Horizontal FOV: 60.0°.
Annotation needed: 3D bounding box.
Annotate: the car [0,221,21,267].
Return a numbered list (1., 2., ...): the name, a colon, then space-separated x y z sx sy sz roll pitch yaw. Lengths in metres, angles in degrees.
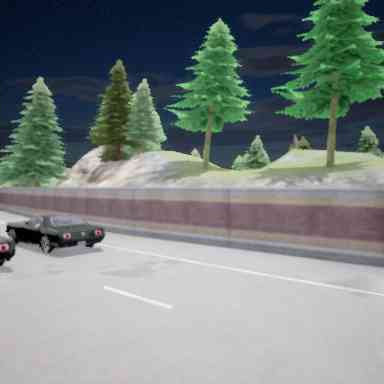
1. car: -7.133 1.495 9.888 4.718 1.301 1.895 1 0 41

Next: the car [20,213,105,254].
1. car: -5.530 1.498 13.127 4.718 1.301 1.895 1 0 41
